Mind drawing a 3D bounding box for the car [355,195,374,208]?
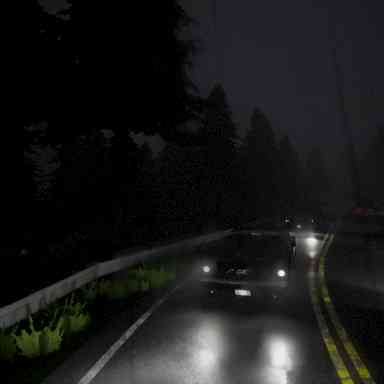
[{"bbox_3d":[20.854,1.059,40.157,2.128,1.511,4.902,-2,0,28],"label":"car"}]

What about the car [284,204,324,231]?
[{"bbox_3d":[6.959,1.457,20.387,2.033,1.411,5.357,-2,0,26],"label":"car"}]

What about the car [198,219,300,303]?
[{"bbox_3d":[1.652,1.599,8.440,1.895,1.301,4.718,-1,0,18],"label":"car"}]
